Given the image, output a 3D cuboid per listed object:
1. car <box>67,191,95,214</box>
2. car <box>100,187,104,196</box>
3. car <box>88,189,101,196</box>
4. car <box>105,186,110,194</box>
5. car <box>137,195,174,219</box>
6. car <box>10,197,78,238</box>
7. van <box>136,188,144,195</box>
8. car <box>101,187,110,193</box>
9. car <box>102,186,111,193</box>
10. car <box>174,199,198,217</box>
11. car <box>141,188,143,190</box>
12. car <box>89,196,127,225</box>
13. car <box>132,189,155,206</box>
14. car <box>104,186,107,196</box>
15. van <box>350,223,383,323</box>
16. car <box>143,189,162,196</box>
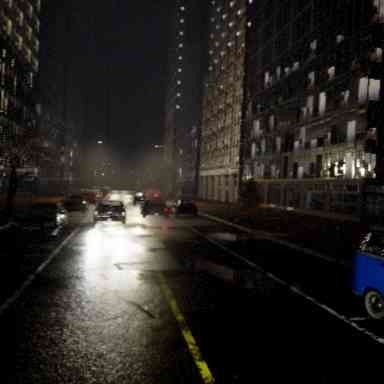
[{"bbox_3d":[-8.858,0.873,25.422,2.008,1.369,4.403,2,1,-13],"label":"car"},{"bbox_3d":[-12.562,0.419,42.060,1.967,1.590,4.097,2,1,-13],"label":"car"},{"bbox_3d":[-11.332,0.675,36.515,1.802,1.307,4.206,2,1,-13],"label":"car"},{"bbox_3d":[-17.511,0.085,64.248,1.947,1.339,4.313,2,1,-13],"label":"car"},{"bbox_3d":[-2.894,1.210,25.106,1.895,1.301,4.718,3,1,-12],"label":"car"},{"bbox_3d":[-6.387,1.102,14.330,2.008,1.369,4.403,2,1,-13],"label":"car"},{"bbox_3d":[-13.040,-0.117,82.712,1.690,1.788,3.998,2,1,-13],"label":"van"},{"bbox_3d":[-22.450,-0.503,86.432,1.967,1.590,4.097,2,1,-13],"label":"car"},{"bbox_3d":[-23.681,-0.744,91.977,2.192,1.841,5.009,2,1,-13],"label":"car"},{"bbox_3d":[-0.688,1.243,27.250,2.008,1.369,4.403,2,1,-13],"label":"car"},{"bbox_3d":[-6.859,0.434,54.981,2.192,1.841,5.009,2,1,-13],"label":"car"},{"bbox_3d":[-4.916,1.164,20.124,1.895,1.301,4.718,3,1,-13],"label":"car"},{"bbox_3d":[-5.828,0.829,38.231,2.128,1.511,4.902,3,1,-12],"label":"car"},{"bbox_3d":[-15.000,0.278,52.989,1.752,1.417,4.829,2,1,-13],"label":"car"},{"bbox_3d":[4.264,1.491,5.063,1.690,1.788,3.998,2,1,-13],"label":"van"},{"bbox_3d":[-5.623,0.548,49.434,2.192,1.841,5.009,2,1,-13],"label":"car"}]
